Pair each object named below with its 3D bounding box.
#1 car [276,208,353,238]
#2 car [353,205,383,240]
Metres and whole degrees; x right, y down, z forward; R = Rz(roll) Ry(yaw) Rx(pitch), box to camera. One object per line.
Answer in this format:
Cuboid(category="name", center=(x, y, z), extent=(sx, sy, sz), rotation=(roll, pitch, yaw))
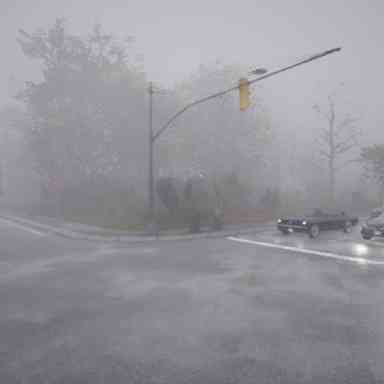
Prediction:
Cuboid(category="car", center=(6.526, 1.501, 17.226), extent=(4.718, 1.301, 1.895), rotation=(0, 0, -35))
Cuboid(category="car", center=(9.557, 1.418, 15.089), extent=(4.674, 1.442, 1.812), rotation=(0, 0, -36))
